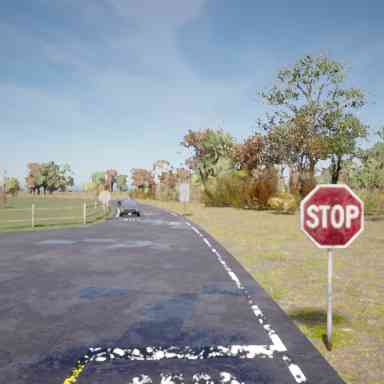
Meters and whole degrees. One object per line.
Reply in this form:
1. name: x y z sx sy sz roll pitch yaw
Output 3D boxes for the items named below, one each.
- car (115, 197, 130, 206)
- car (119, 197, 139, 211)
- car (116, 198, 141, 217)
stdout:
1. car: -11.340 1.576 54.291 1.895 1.301 4.718 0 0 -17
2. car: -7.960 1.474 41.643 2.128 1.511 4.902 0 0 -14
3. car: -5.904 1.535 31.734 2.033 1.411 5.357 0 0 -10
